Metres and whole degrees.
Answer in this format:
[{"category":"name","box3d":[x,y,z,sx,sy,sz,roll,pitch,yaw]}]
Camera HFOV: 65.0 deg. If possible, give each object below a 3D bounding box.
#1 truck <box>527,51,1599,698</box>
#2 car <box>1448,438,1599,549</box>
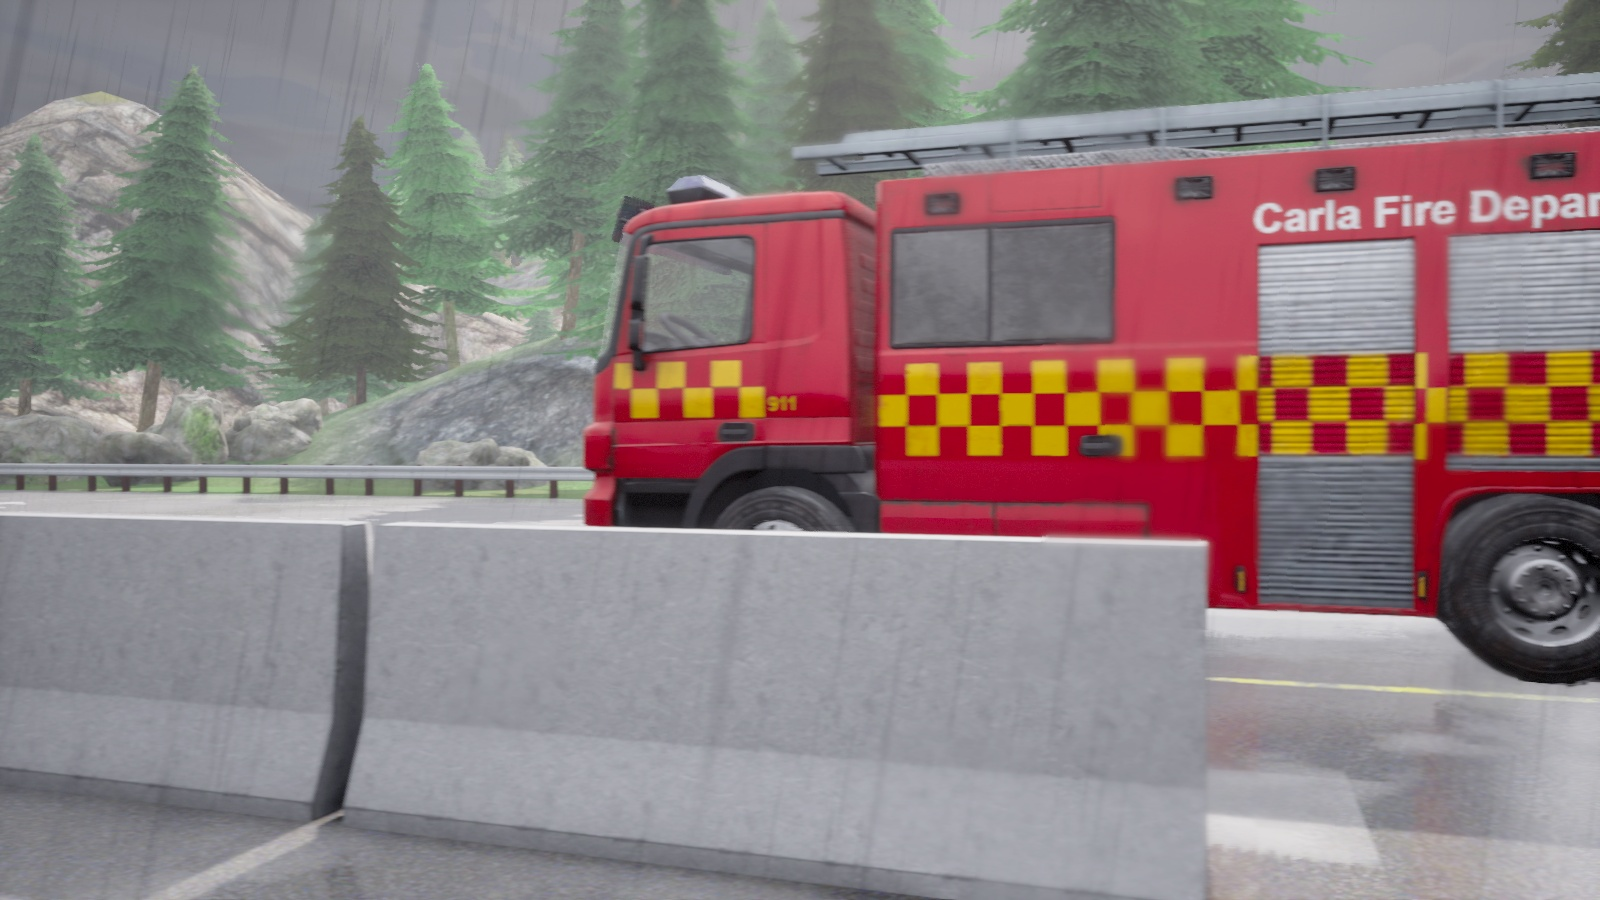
[{"category":"truck","box3d":[2.357,-0.486,9.768,8.468,3.827,2.891,1,1,19]},{"category":"car","box3d":[11.984,0.594,17.624,4.892,1.490,1.837,1,1,19]}]
